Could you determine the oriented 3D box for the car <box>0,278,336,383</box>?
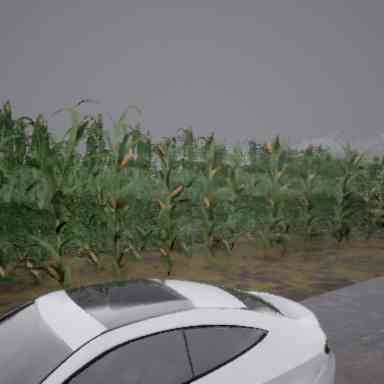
[{"bbox_3d":[-0.770,1.525,2.510,4.674,1.442,1.812,0,0,-35],"label":"car"}]
